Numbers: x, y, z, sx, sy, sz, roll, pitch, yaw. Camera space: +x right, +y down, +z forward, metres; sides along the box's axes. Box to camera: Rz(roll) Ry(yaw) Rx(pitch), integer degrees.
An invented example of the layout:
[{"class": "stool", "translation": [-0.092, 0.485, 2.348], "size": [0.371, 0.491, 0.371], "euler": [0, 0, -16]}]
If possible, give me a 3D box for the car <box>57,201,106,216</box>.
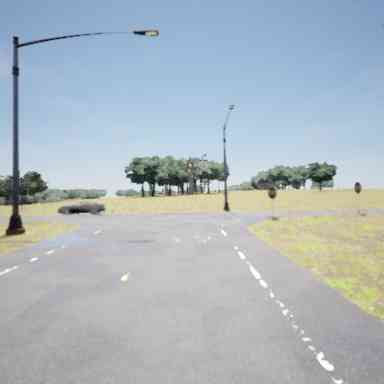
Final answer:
[{"class": "car", "translation": [-11.473, 1.712, 34.772], "size": [4.902, 1.511, 2.128], "euler": [-1, -2, 0]}]
